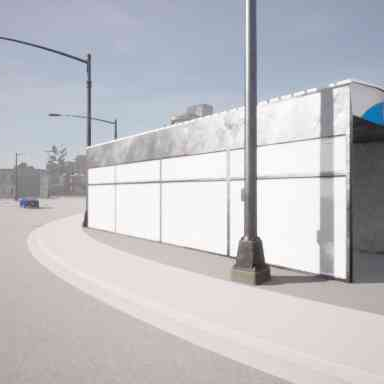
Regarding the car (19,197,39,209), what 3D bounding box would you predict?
[{"bbox_3d":[-22.570,1.456,46.095,1.882,1.535,5.008,0,0,-35],"label":"car"}]
